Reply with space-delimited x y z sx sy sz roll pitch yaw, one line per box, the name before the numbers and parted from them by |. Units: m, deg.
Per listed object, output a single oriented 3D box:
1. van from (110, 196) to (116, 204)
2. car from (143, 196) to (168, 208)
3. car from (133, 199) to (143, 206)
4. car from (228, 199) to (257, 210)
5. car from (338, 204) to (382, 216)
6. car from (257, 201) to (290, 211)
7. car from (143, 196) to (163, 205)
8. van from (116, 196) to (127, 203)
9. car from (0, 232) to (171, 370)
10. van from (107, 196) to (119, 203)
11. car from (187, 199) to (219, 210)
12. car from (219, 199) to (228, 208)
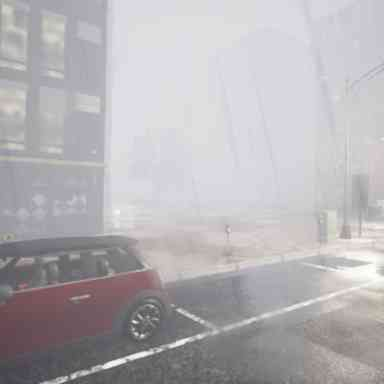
van | -18.611 1.715 72.019 1.690 1.788 3.998 1 -1 -35
car | -5.518 1.794 53.495 1.887 1.381 4.507 1 -1 -35
car | -8.792 1.825 58.126 1.887 1.381 4.507 1 -1 -35
car | 7.875 1.880 49.067 1.887 1.381 4.507 1 -1 -35
car | 17.695 1.810 35.176 1.947 1.339 4.313 1 -1 -35
car | 11.148 1.887 44.436 1.802 1.307 4.206 1 -1 -35
car | -8.492 1.805 72.222 2.192 1.841 5.009 1 -1 -35
van | -18.312 1.927 86.112 1.690 1.788 3.998 1 -1 -35
car | -2.415 1.442 4.820 4.097 1.590 1.967 0 1 -35
van | -21.586 1.959 90.742 1.690 1.788 3.998 1 -1 -35
car | 1.029 1.739 44.234 2.008 1.369 4.403 1 -1 -35
car | 4.602 1.806 53.698 1.967 1.590 4.097 1 -1 -35
